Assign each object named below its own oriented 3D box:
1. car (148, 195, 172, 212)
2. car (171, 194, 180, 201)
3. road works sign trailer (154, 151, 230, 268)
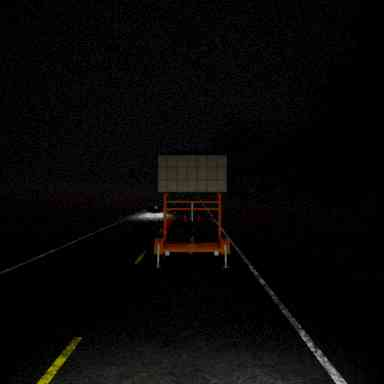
[{"bbox_3d":[-3.595,1.301,35.685,2.128,1.511,4.902,0,1,0],"label":"car"},{"bbox_3d":[-3.491,1.000,65.624,1.994,1.385,4.181,0,1,0],"label":"car"},{"bbox_3d":[0.013,0.444,11.212,2.380,3.560,2.880,0,0,1],"label":"road works sign trailer"}]
